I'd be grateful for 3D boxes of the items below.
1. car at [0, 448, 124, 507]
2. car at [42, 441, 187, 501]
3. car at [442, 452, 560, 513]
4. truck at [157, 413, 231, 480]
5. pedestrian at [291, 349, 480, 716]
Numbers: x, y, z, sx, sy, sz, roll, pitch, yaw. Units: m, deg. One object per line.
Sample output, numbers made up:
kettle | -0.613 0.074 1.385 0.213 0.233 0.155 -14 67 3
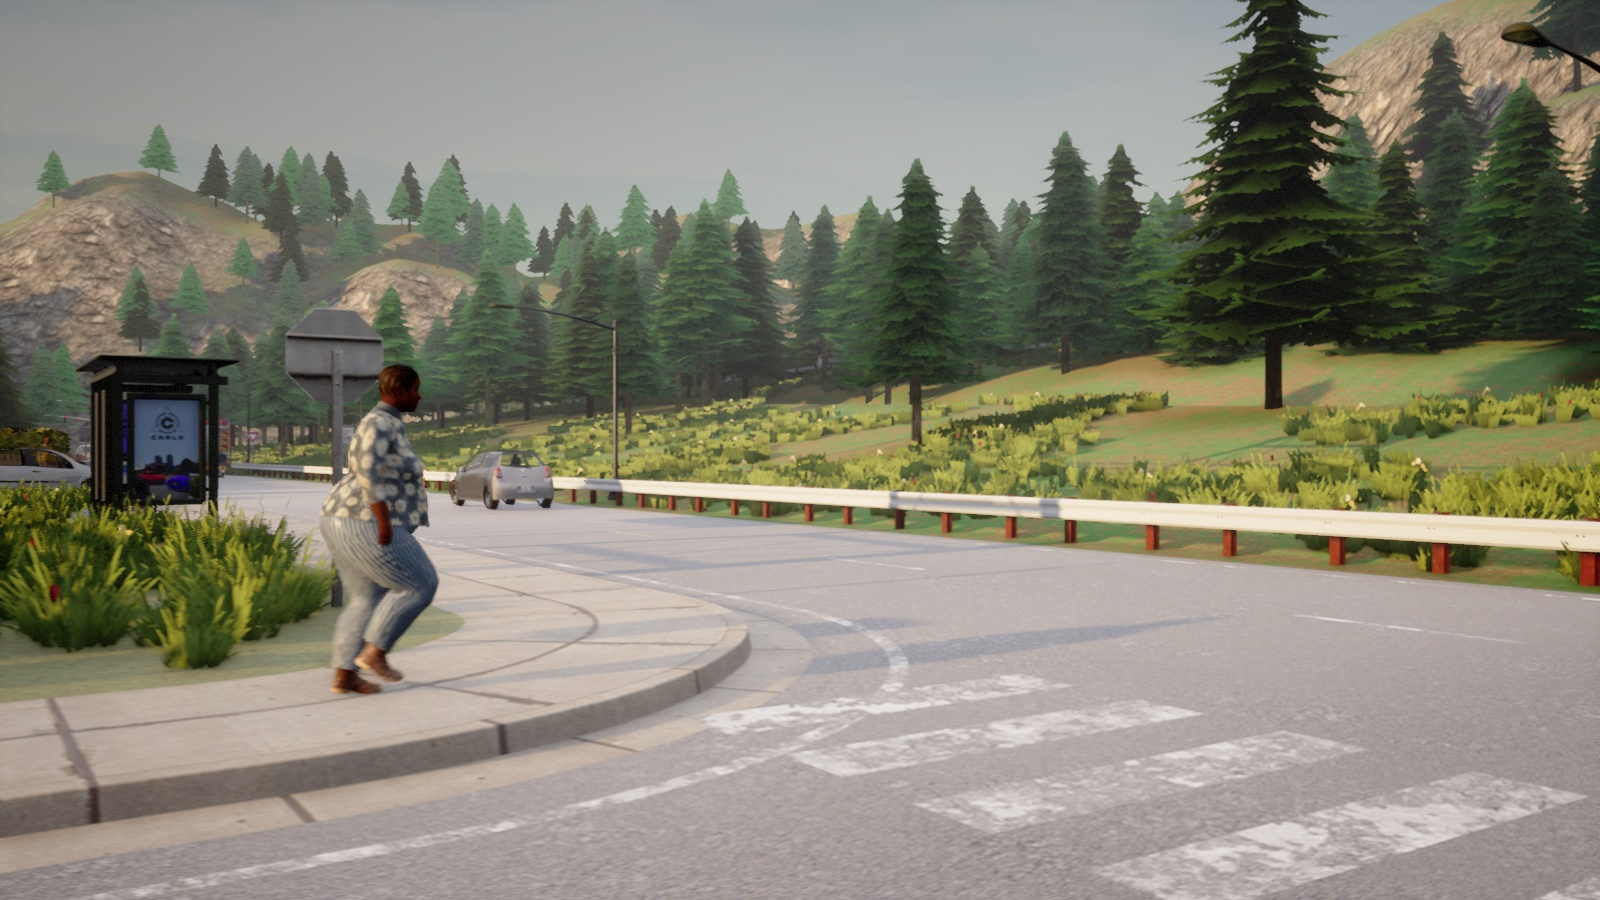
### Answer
car | -21.923 0.768 36.309 3.988 1.617 1.851 0 0 -35
car | -22.566 0.671 41.479 1.905 1.878 3.866 0 0 22
car | -7.890 0.810 32.909 1.845 1.501 3.633 0 0 -34
truck | -36.699 -0.207 75.883 2.891 3.827 8.468 0 0 -34
pedestrian | -2.299 0.415 6.913 0.900 1.855 0.874 0 0 -24
